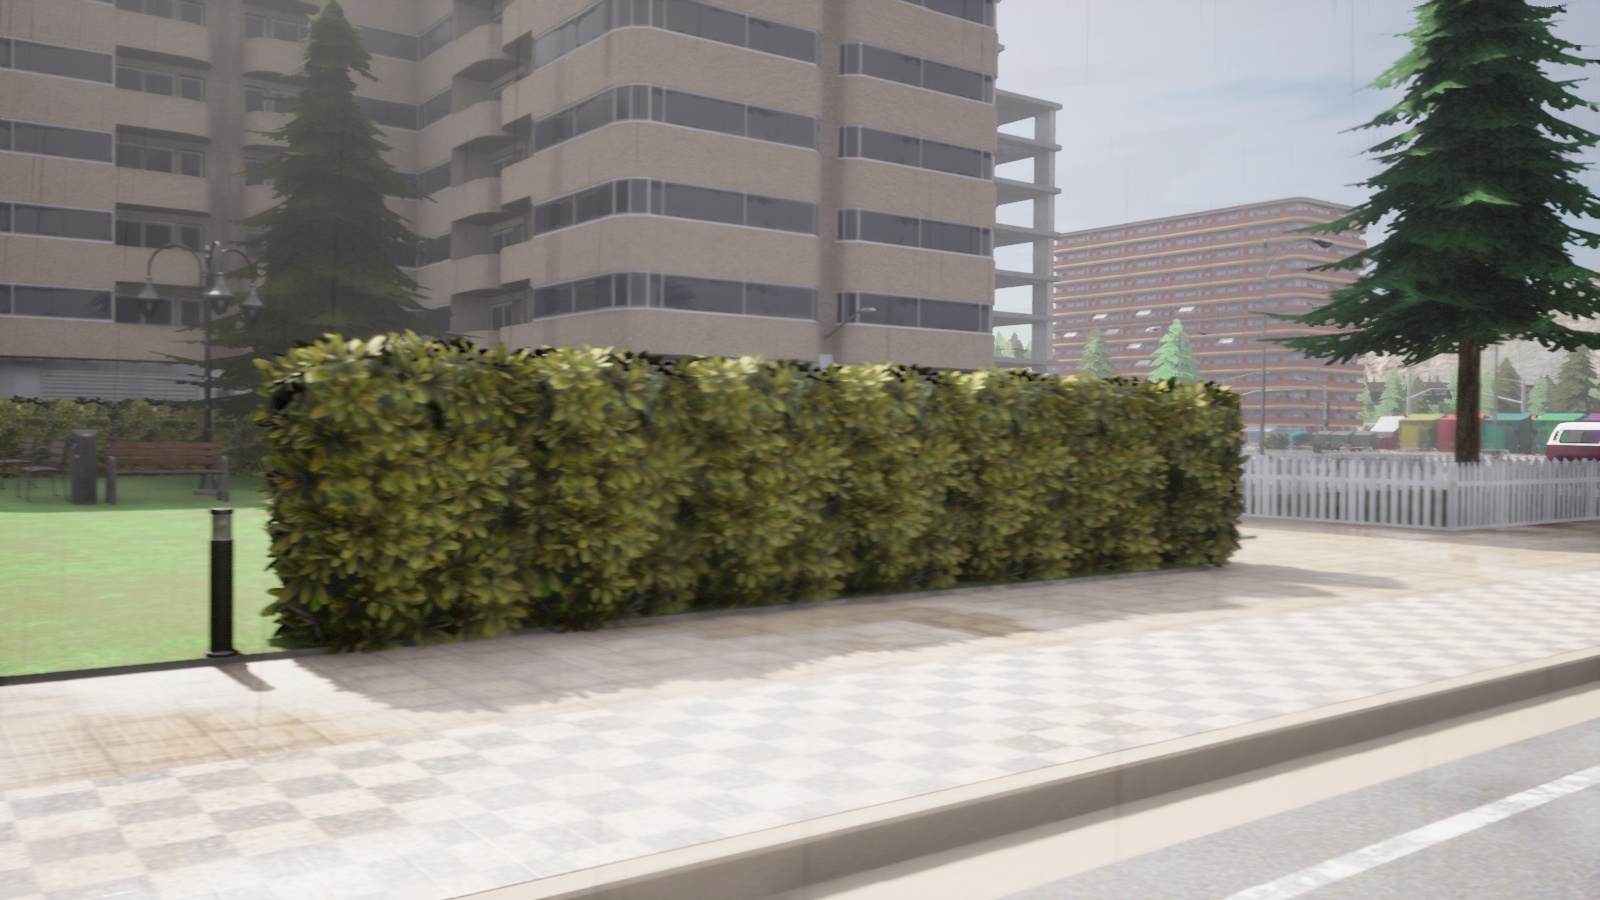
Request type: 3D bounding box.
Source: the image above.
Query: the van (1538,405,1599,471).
[{"bbox_3d":[25.610,-0.385,38.691,2.069,2.038,4.480,-1,1,-37],"label":"van"}]
